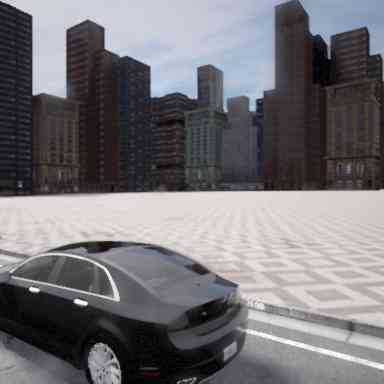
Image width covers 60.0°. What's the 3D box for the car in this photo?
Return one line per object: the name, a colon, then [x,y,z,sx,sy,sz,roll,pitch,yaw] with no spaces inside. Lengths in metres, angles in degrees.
car: [-1.547,1.513,5.097,4.892,1.490,1.837,0,0,36]
